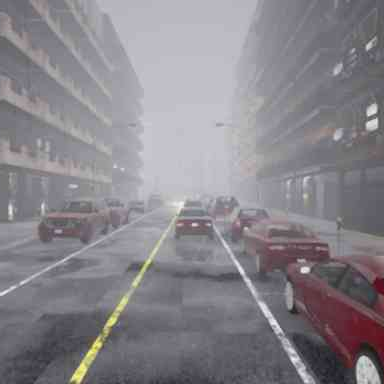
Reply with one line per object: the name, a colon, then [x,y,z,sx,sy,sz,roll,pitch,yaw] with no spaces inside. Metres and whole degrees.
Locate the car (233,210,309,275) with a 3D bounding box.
car: [2.588,1.495,10.092,1.887,1.381,4.507,1,0,0]

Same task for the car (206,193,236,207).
car: [2.565,1.192,26.685,2.192,1.841,5.009,1,0,0]

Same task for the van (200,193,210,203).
van: [2.578,1.110,65.406,1.690,1.788,3.998,1,0,0]

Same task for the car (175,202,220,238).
car: [0.108,1.465,16.931,2.033,1.411,5.357,0,0,0]

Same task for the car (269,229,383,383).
car: [2.586,1.522,4.563,1.887,1.381,4.507,1,0,0]

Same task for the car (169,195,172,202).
car: [-5.271,1.343,70.995,1.802,1.307,4.206,1,0,0]

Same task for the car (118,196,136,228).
car: [-5.282,1.214,21.216,2.192,1.841,5.009,1,0,0]

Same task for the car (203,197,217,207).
car: [2.568,1.385,48.812,1.802,1.307,4.206,1,0,0]

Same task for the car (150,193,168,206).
car: [-5.273,1.118,48.869,2.192,1.841,5.009,1,0,0]

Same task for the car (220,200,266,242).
car: [2.600,1.365,15.624,1.967,1.590,4.097,1,0,0]

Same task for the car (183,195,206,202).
car: [0.117,1.337,34.889,2.128,1.511,4.902,0,0,0]

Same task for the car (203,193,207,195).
car: [2.566,1.277,37.749,1.967,1.590,4.097,1,0,0]

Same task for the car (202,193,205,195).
car: [2.577,1.094,59.874,2.192,1.841,5.009,1,0,0]

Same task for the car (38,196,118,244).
car: [-5.285,1.239,15.687,2.192,1.841,5.009,1,0,0]

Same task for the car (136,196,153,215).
car: [-5.285,1.420,32.280,1.947,1.339,4.313,1,0,0]
